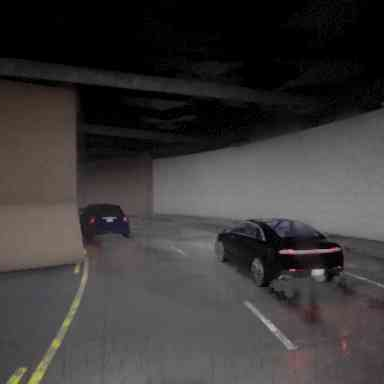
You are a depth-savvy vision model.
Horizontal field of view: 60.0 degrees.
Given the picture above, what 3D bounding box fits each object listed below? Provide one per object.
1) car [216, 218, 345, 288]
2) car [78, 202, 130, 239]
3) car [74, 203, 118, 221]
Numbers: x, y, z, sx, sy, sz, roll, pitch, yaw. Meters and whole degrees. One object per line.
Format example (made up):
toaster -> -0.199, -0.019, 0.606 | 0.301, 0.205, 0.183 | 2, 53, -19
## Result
car -> 2.095, 1.471, 9.297 | 2.128, 1.511, 4.902 | 0, 0, -13
car -> -4.910, 1.400, 17.928 | 2.097, 1.767, 4.553 | -1, 0, -27
car -> -8.475, 1.683, 29.108 | 1.895, 1.301, 4.718 | -1, 0, -40
